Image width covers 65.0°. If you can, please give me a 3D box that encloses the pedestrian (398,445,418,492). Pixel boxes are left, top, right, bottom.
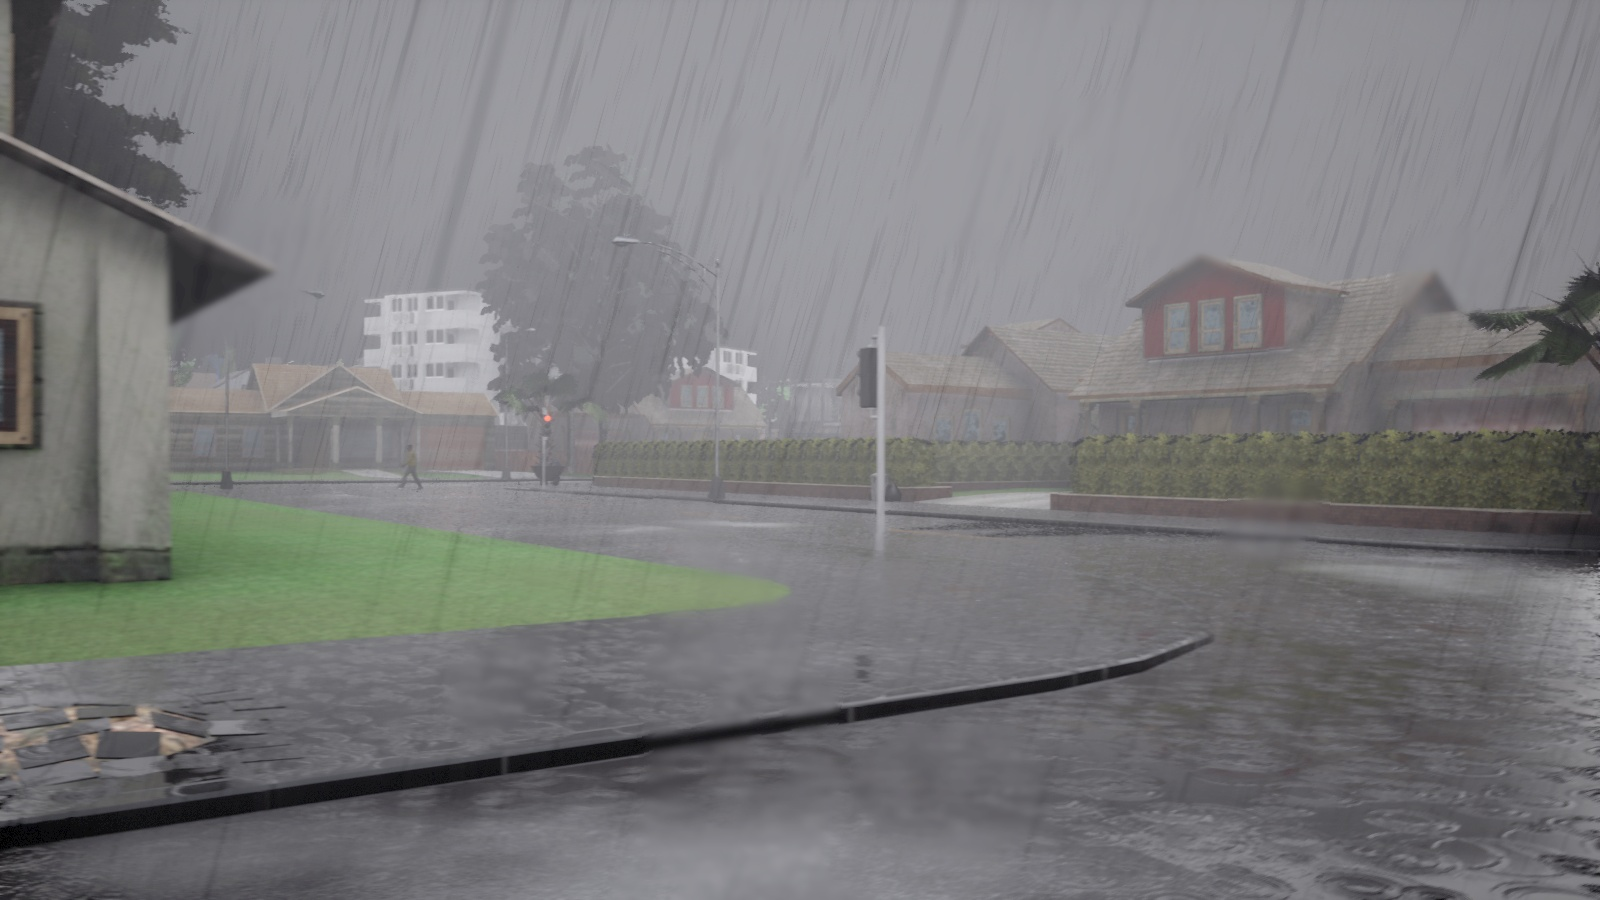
[{"bbox_3d":[-15.499,0.726,49.676,0.709,1.840,0.431,0,0,-14],"label":"pedestrian"}]
